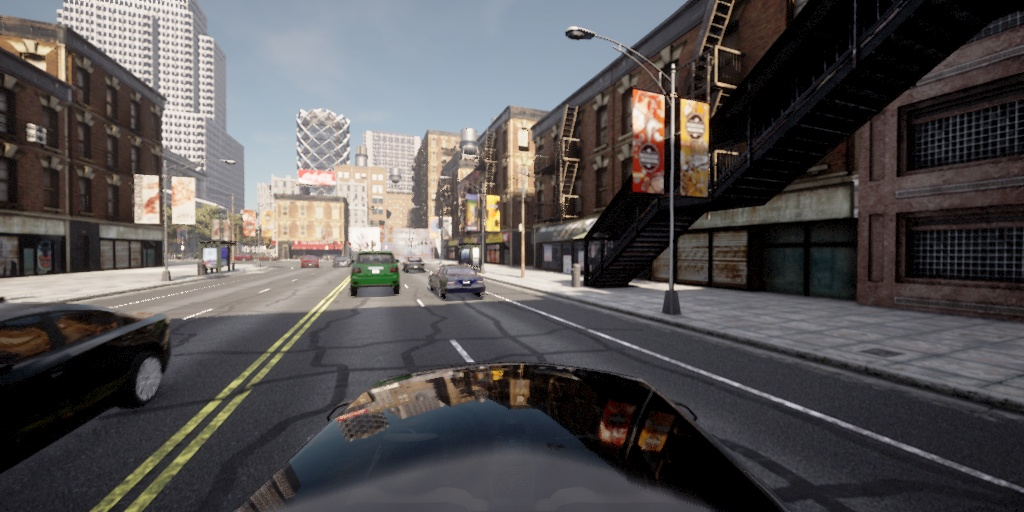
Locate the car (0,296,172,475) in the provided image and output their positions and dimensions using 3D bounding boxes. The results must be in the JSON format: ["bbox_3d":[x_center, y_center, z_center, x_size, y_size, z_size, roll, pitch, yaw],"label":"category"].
[{"bbox_3d":[-5.154,1.207,3.050,1.882,1.535,5.008,0,1,-21],"label":"car"}]

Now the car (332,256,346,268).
[{"bbox_3d":[-21.683,0.733,45.568,1.812,1.442,4.674,0,1,-31],"label":"car"}]

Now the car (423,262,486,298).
[{"bbox_3d":[-2.772,1.104,17.132,2.033,1.411,5.357,0,1,-21],"label":"car"}]

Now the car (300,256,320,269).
[{"bbox_3d":[-24.687,0.710,43.773,1.882,1.535,5.008,0,1,-31],"label":"car"}]

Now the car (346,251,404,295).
[{"bbox_3d":[-6.963,0.761,18.322,2.150,2.045,5.566,0,1,-21],"label":"car"}]

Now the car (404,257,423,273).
[{"bbox_3d":[-9.928,0.808,36.093,2.128,1.511,4.902,0,1,-21],"label":"car"}]
